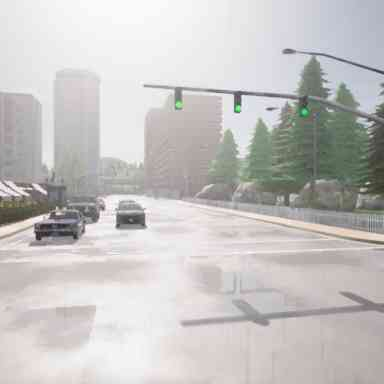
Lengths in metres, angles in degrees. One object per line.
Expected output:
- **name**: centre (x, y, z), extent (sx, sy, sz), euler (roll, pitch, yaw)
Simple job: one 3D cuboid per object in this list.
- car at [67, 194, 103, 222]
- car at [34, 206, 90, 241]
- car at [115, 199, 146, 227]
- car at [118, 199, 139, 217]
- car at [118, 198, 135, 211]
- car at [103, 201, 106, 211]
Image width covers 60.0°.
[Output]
- **car**: centre (-8.613, 1.220, 26.572), extent (2.150, 2.045, 5.566), euler (0, 0, -12)
- **car**: centre (-6.588, 1.600, 17.021), extent (1.895, 1.301, 4.718), euler (0, 0, -12)
- **car**: centre (-4.264, 1.477, 22.965), extent (1.882, 1.535, 5.008), euler (0, 0, -12)
- **car**: centre (-6.165, 1.504, 31.914), extent (1.837, 1.490, 4.892), euler (0, 0, -12)
- **car**: centre (-8.428, 1.563, 42.602), extent (1.994, 1.385, 4.181), euler (0, 0, -12)
- **car**: centre (-11.577, 1.524, 40.556), extent (1.812, 1.442, 4.674), euler (0, 0, -11)
